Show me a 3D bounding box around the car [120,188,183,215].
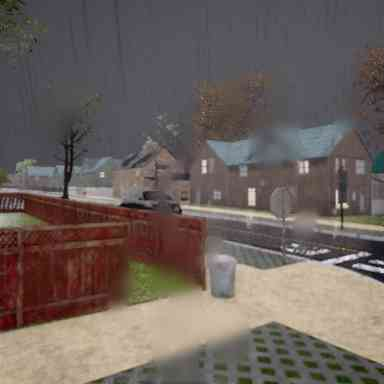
[{"bbox_3d":[-2.856,0.841,22.172,2.150,2.045,5.566,0,3,-36],"label":"car"}]
